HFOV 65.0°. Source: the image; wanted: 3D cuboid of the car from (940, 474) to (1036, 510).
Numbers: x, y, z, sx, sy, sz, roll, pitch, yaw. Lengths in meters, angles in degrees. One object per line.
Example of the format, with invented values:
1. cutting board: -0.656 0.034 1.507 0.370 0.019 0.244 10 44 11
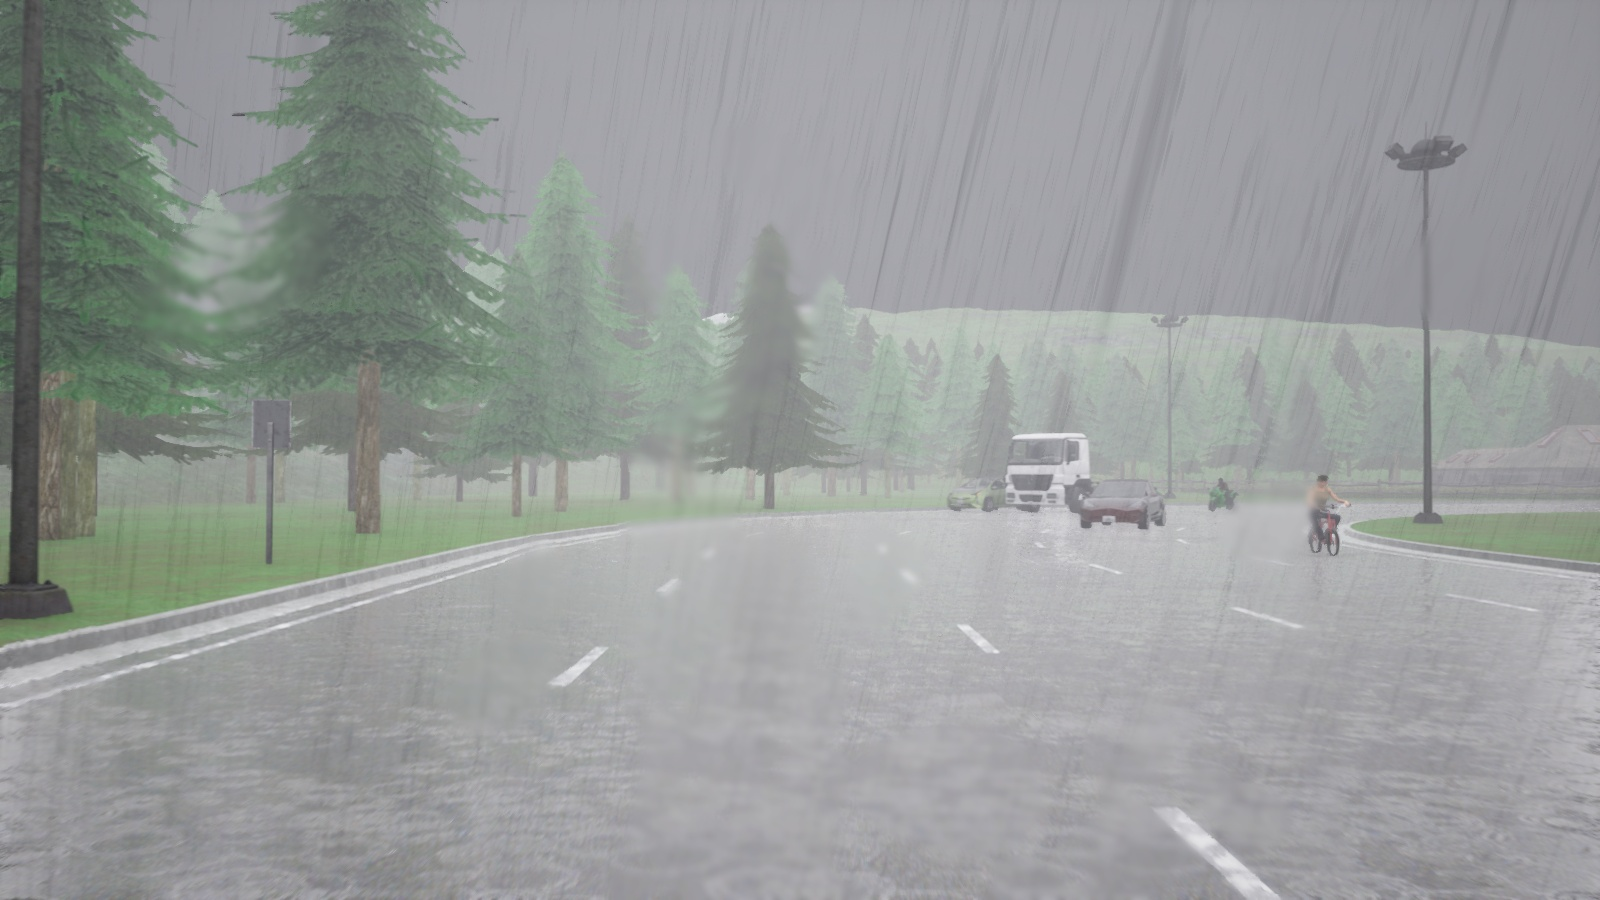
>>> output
1. car: 8.319 1.833 55.326 2.007 1.525 4.514 -1 -2 43

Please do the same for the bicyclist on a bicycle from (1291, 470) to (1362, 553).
1. bicyclist on a bicycle: 10.559 1.216 25.246 0.866 1.612 1.509 0 -1 3

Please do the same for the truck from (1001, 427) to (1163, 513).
1. truck: 12.386 0.874 54.604 7.936 3.462 2.891 1 -2 -43

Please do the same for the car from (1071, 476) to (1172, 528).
1. car: 9.917 1.545 38.473 2.163 1.488 4.792 -1 -1 25

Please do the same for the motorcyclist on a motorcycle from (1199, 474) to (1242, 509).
1. motorcyclist on a motorcycle: 18.585 1.831 55.497 2.044 1.523 0.797 1 -1 -38
